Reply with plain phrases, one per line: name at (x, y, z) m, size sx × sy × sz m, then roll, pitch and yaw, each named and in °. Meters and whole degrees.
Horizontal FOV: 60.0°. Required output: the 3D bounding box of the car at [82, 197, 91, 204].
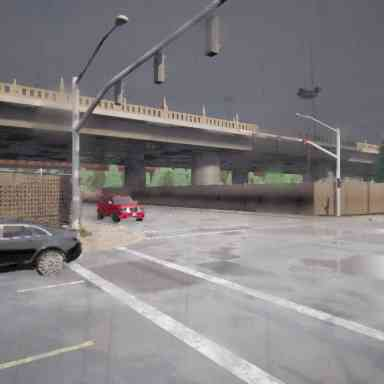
car at (-19.747, 1.619, 64.291) m, size 1.994 × 1.385 × 4.181 m, roll 0°, pitch 0°, yaw -36°

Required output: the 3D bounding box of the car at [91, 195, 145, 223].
car at (-5.797, 1.278, 26.446) m, size 2.150 × 2.045 × 5.566 m, roll 0°, pitch 0°, yaw -36°

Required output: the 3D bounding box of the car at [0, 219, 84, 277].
car at (-5.361, 1.490, 8.621) m, size 4.902 × 1.511 × 2.128 m, roll 0°, pitch 0°, yaw -36°
